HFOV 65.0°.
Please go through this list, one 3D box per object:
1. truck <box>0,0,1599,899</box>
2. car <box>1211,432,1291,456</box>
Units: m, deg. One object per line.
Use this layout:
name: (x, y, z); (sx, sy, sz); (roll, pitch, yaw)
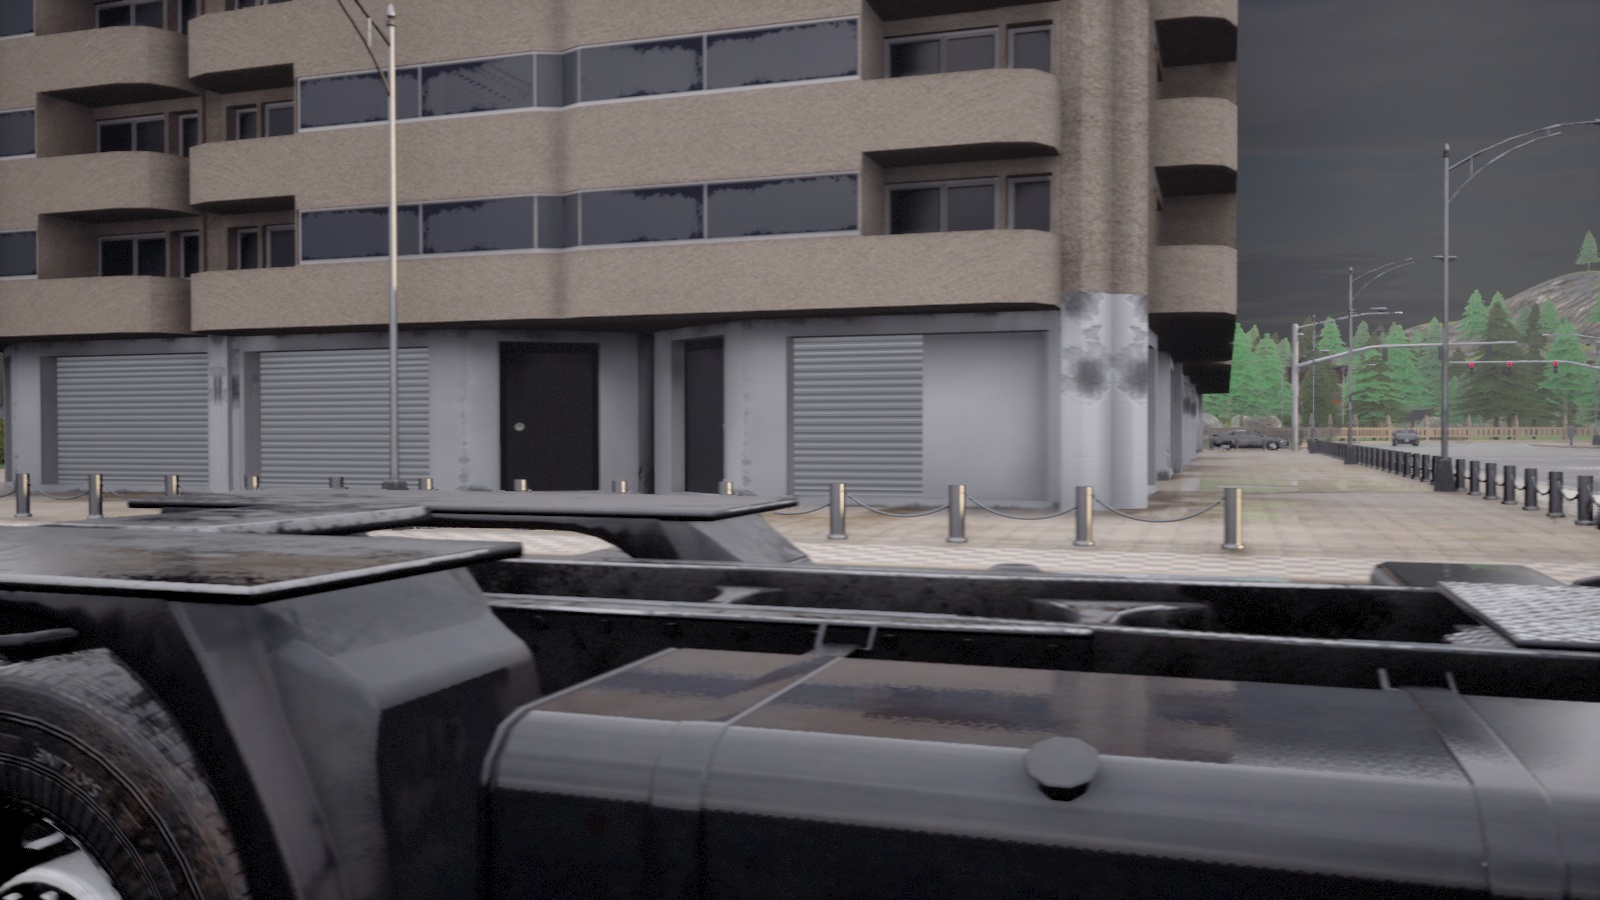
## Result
truck: (0.466, -0.204, 3.017); (7.936, 3.462, 2.891); (1, 1, 19)
car: (29.842, -0.436, 83.238); (4.902, 1.511, 2.128); (1, 1, 19)
